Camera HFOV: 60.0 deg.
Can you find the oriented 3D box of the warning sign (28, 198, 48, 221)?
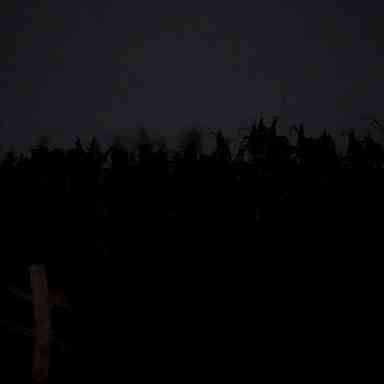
[{"bbox_3d":[-13.184,1.463,28.487,1.300,1.860,1.060,0,0,35],"label":"warning sign"}]
